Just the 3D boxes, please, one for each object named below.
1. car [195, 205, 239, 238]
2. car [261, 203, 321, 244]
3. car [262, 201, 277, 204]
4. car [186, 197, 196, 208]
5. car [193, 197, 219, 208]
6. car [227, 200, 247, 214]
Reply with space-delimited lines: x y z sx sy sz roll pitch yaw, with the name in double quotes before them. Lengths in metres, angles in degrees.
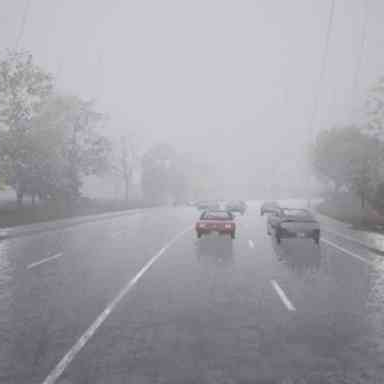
"car" 1.357 1.604 17.578 1.895 1.301 4.718 0 0 7
"car" 4.697 1.507 15.861 2.128 1.511 4.902 0 0 7
"car" 8.132 1.594 34.239 1.994 1.385 4.181 0 0 14
"car" 0.691 1.483 46.833 2.128 1.511 4.902 0 0 18
"car" 1.950 1.565 38.949 1.994 1.385 4.181 0 0 16
"car" 4.729 1.562 35.264 2.033 1.411 5.357 0 0 14
